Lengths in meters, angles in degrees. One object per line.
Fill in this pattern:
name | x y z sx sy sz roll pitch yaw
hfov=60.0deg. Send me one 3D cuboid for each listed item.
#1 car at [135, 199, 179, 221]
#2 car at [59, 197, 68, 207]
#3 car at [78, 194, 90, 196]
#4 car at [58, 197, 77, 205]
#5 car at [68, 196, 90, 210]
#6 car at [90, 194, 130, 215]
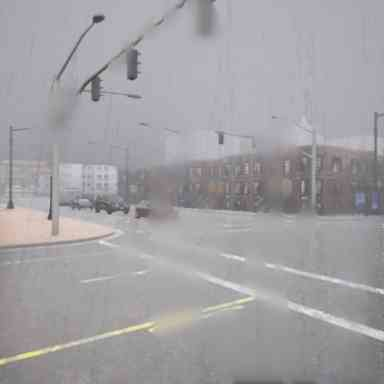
car | -3.034 1.438 28.048 2.097 1.767 4.553 0 0 -35
car | -20.361 1.649 52.196 1.994 1.385 4.181 0 0 -35
car | -17.626 1.329 54.651 2.150 2.045 5.566 0 0 -36
car | -23.758 1.655 63.165 2.033 1.411 5.357 0 0 -36
car | -14.553 1.611 44.072 1.812 1.442 4.674 0 0 -36
car | -8.753 1.307 35.983 2.150 2.045 5.566 0 0 -36
